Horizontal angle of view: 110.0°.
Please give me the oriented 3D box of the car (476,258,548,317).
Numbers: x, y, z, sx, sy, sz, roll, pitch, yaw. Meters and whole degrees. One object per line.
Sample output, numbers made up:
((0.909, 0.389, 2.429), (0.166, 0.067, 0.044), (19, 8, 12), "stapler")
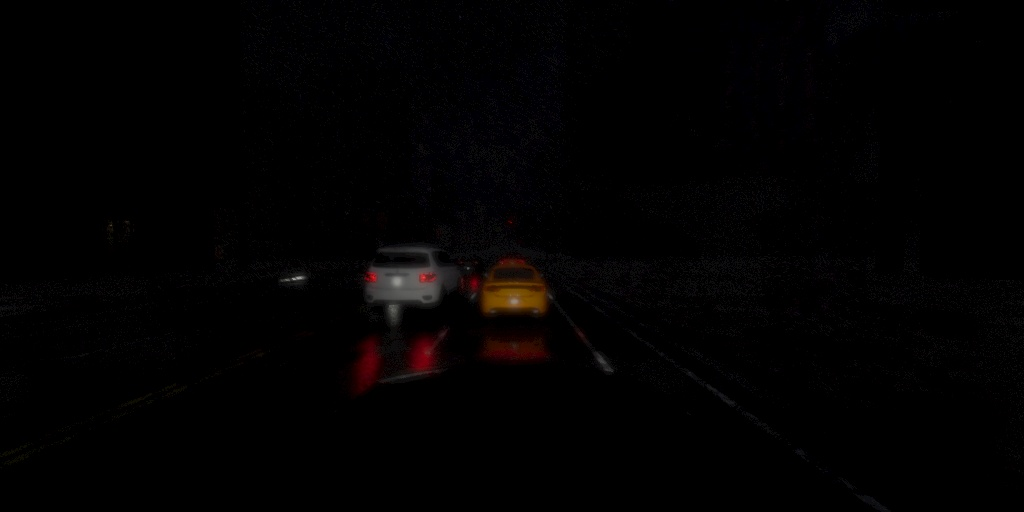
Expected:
((0.069, 0.995, 11.943), (1.882, 1.535, 5.008), (0, 1, 0), "car")

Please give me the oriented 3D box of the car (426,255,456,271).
((-6.608, 0.639, 33.827), (1.895, 1.301, 4.718), (0, 1, 0), "car")

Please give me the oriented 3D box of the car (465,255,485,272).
((-3.190, 0.643, 28.555), (2.128, 1.511, 4.902), (0, 1, 0), "car")

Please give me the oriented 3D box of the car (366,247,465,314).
((-3.174, 0.722, 12.586), (2.150, 2.045, 5.566), (0, 1, 0), "car")

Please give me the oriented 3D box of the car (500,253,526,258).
((0.059, 0.506, 28.517), (2.097, 1.767, 4.553), (0, 1, 0), "car")
